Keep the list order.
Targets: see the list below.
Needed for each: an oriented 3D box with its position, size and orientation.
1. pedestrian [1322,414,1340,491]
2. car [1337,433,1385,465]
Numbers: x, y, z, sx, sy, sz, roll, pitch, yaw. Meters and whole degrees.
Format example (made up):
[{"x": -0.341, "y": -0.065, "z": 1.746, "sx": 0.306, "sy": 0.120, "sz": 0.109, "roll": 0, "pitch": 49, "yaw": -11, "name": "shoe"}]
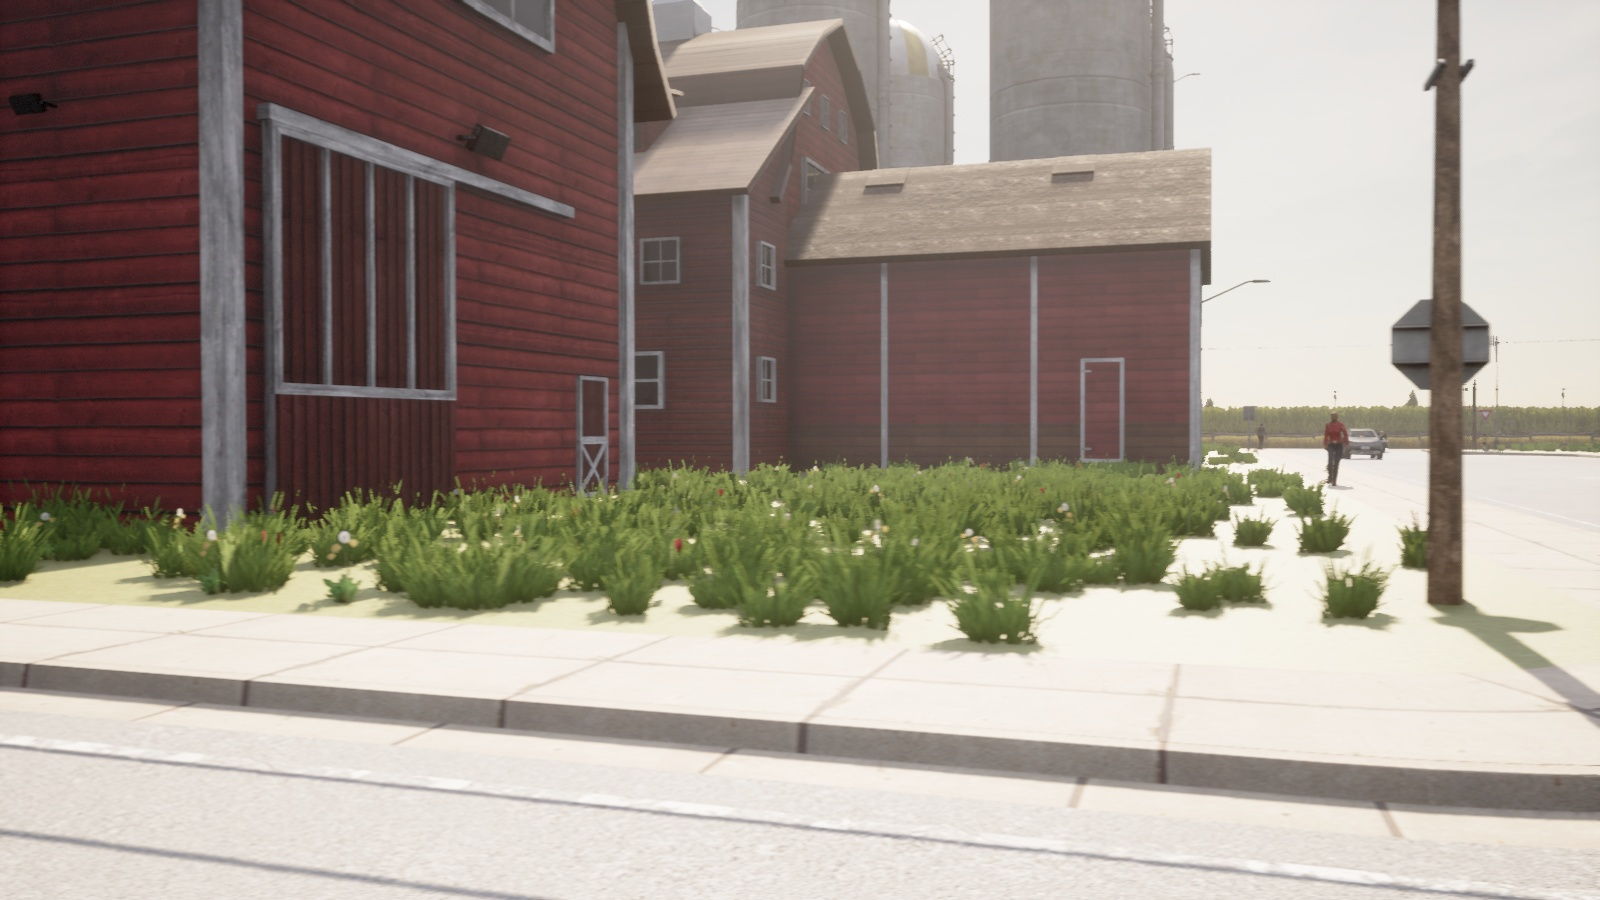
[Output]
[{"x": 12.868, "y": 0.047, "z": 30.405, "sx": 0.331, "sy": 1.846, "sz": 0.636, "roll": 1, "pitch": 1, "yaw": 27, "name": "pedestrian"}, {"x": 28.285, "y": -0.092, "z": 63.399, "sx": 1.789, "sy": 1.549, "sz": 3.705, "roll": 1, "pitch": 1, "yaw": 18, "name": "car"}]
